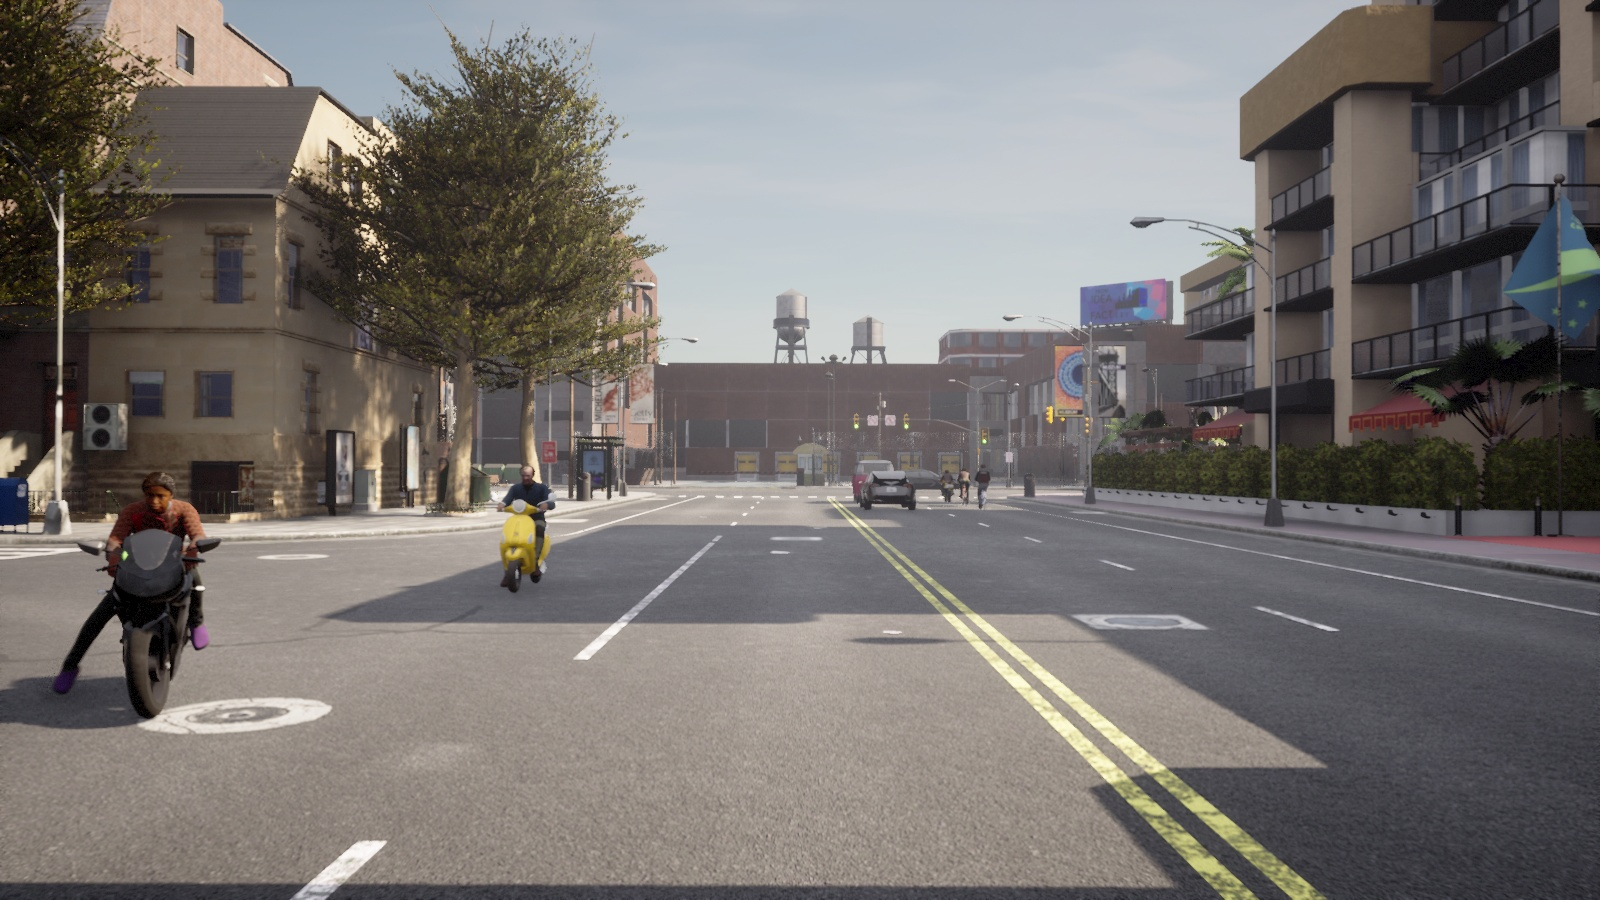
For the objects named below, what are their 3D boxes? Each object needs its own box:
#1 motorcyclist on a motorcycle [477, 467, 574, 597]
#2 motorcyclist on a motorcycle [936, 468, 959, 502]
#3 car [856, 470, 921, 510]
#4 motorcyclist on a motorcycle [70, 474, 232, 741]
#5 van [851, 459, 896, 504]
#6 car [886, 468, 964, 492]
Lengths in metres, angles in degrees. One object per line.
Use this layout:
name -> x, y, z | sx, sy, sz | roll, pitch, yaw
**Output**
motorcyclist on a motorcycle -> -3.540, 1.019, 16.331 | 0.866, 1.590, 1.817 | 0, -1, 0
motorcyclist on a motorcycle -> 6.860, 1.627, 58.581 | 0.797, 1.523, 2.044 | 0, -1, 0
car -> 3.383, 1.516, 48.760 | 2.163, 1.488, 4.792 | 0, -1, 0
motorcyclist on a motorcycle -> -4.259, 0.934, 8.378 | 0.797, 1.523, 2.044 | 0, -1, -23
van -> 3.359, 1.406, 57.921 | 1.775, 1.987, 4.442 | 0, -1, 0
car -> 8.276, 1.988, 83.645 | 5.008, 1.535, 1.882 | 0, -1, 0
